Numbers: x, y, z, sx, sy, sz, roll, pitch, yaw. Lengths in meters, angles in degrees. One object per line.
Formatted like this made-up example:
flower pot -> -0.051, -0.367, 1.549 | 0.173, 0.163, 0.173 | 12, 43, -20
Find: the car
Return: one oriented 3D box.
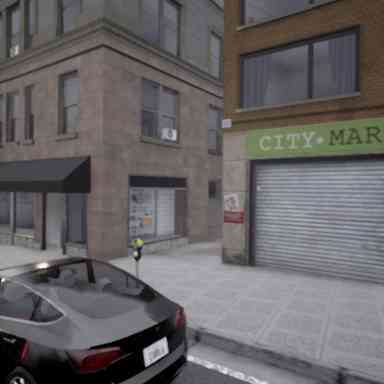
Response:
car -> -2.037, 1.566, 4.397 | 4.313, 1.339, 1.947 | 0, 1, 35
